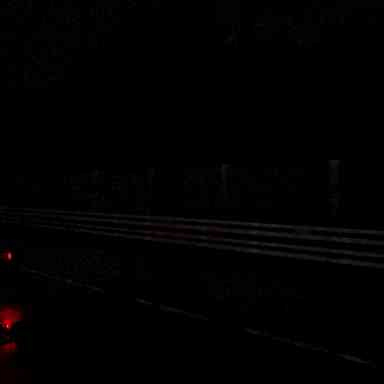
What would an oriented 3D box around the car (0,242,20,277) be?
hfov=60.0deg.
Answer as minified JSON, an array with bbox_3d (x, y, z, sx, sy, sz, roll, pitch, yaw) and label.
[{"bbox_3d":[-6.577,1.553,8.744,4.718,1.301,1.895,0,0,36],"label":"car"}]
